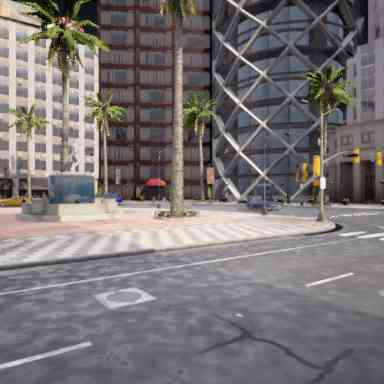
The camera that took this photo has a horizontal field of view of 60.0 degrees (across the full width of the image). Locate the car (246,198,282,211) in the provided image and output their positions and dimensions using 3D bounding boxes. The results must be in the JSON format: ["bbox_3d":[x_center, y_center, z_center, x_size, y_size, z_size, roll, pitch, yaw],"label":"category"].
[{"bbox_3d":[8.726,1.516,40.546,1.812,1.442,4.674,0,0,-41],"label":"car"}]

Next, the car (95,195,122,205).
[{"bbox_3d":[-13.967,1.541,52.215,5.357,1.411,2.033,0,0,5],"label":"car"}]

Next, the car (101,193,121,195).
[{"bbox_3d":[-15.297,1.214,59.402,5.566,2.045,2.150,0,0,3],"label":"car"}]

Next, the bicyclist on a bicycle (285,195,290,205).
[{"bbox_3d":[15.718,1.286,54.602,0.582,1.620,1.656,0,0,42],"label":"bicyclist on a bicycle"}]

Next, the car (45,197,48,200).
[{"bbox_3d":[-25.587,1.597,58.827,4.718,1.301,1.895,0,0,-10],"label":"car"}]

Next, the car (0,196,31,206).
[{"bbox_3d":[-28.766,1.475,54.459,5.008,1.535,1.882,0,0,-14],"label":"car"}]
